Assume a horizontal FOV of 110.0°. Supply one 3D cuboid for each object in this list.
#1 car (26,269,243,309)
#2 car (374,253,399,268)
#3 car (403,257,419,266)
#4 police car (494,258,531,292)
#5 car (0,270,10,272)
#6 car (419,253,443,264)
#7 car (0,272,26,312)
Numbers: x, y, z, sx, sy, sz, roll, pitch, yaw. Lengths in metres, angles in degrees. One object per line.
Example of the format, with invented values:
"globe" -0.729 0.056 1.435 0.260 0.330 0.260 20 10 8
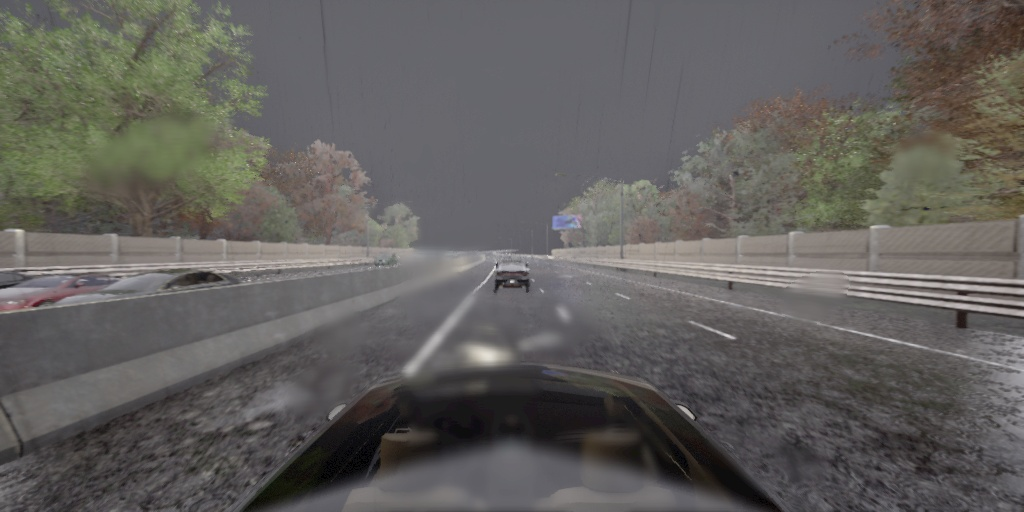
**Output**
"car" -10.624 1.198 11.004 1.837 1.490 4.892 0 0 0
"car" -18.274 0.615 52.454 2.150 2.045 5.566 0 0 -1
"car" -14.798 0.881 53.431 1.837 1.490 4.892 0 1 -1
"police car" -0.006 1.038 20.259 1.930 1.638 5.238 0 0 -1
"car" -17.626 1.175 11.224 1.882 1.535 5.008 0 0 0
"car" -11.247 0.613 51.329 2.150 2.045 5.566 0 0 -1
"car" -14.126 1.257 11.410 1.994 1.385 4.181 0 0 0
